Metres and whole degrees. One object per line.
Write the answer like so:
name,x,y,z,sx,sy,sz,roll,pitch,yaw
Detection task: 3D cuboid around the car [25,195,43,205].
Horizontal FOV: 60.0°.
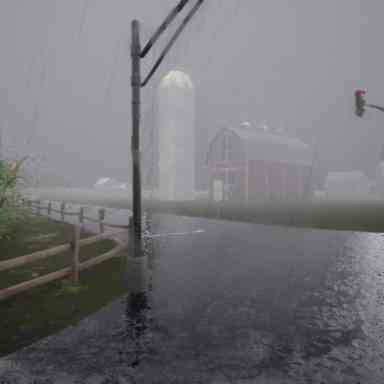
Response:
car,-23.919,1.206,50.201,2.033,1.411,5.357,-1,1,-35
